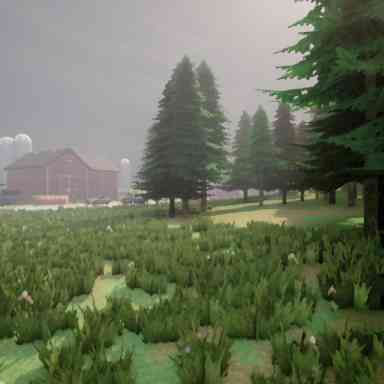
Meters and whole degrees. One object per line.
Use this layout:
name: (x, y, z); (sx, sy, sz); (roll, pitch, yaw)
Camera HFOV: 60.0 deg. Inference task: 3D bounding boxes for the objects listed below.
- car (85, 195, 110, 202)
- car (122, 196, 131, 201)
car: (-15.268, 1.312, 53.923); (1.816, 1.474, 4.193); (7, 4, 33)
car: (-8.791, 1.353, 51.854); (2.128, 1.511, 4.902); (0, 0, 36)
